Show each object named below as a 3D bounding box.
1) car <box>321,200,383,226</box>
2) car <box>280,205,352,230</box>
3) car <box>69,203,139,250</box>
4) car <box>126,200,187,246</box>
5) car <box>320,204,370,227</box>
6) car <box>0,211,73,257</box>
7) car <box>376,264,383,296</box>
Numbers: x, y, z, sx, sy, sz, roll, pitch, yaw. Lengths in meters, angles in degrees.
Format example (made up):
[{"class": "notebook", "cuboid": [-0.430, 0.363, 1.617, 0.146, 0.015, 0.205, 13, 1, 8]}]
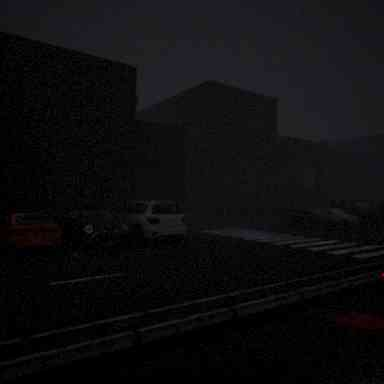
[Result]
[{"class": "car", "cuboid": [13.353, 1.731, 28.005, 2.435, 2.045, 5.566, 1, -1, -35]}, {"class": "car", "cuboid": [8.849, 1.930, 24.814, 2.163, 1.488, 4.792, 1, -1, -35]}, {"class": "car", "cuboid": [-4.584, 1.510, 15.372, 2.185, 1.767, 4.553, 1, -1, -35]}, {"class": "car", "cuboid": [-2.431, 1.429, 16.895, 2.435, 2.045, 5.566, 1, -1, -35]}, {"class": "car", "cuboid": [11.081, 1.982, 26.433, 2.002, 1.452, 4.674, 1, -1, -35]}, {"class": "car", "cuboid": [-6.814, 1.588, 13.748, 2.097, 1.535, 5.008, 1, -1, -35]}, {"class": "car", "cuboid": [6.304, 1.734, 7.583, 5.357, 1.411, 2.033, 1, -1, -35]}]
